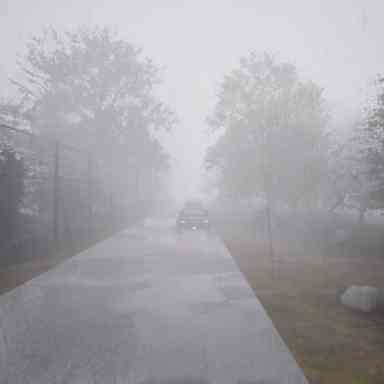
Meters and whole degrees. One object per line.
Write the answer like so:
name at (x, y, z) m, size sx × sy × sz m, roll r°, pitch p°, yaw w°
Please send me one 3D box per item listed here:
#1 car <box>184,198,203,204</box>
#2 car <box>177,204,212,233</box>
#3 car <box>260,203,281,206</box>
car at (0.170, 1.491, 37.619) m, size 1.837 × 1.490 × 4.892 m, roll 0°, pitch 0°, yaw 0°
car at (0.136, 1.593, 19.690) m, size 1.895 × 1.301 × 4.718 m, roll 0°, pitch 0°, yaw 0°
car at (20.010, 4.386, 87.335) m, size 2.435 × 2.045 × 5.566 m, roll 0°, pitch 1°, yaw -18°
